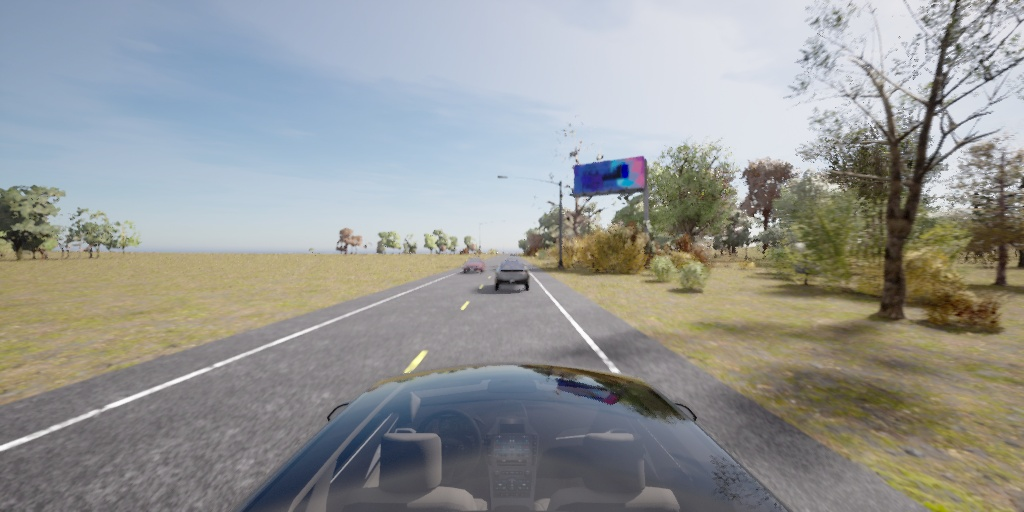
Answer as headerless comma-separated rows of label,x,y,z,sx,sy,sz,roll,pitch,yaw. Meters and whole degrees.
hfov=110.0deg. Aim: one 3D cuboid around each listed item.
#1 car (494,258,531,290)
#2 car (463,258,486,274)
car,0.022,1.018,20.257,2.128,1.511,4.902,0,1,1
car,-3.527,0.887,34.298,1.812,1.442,4.674,0,1,0
